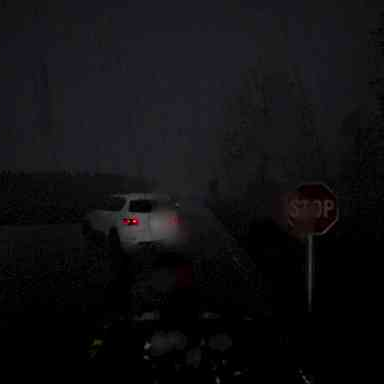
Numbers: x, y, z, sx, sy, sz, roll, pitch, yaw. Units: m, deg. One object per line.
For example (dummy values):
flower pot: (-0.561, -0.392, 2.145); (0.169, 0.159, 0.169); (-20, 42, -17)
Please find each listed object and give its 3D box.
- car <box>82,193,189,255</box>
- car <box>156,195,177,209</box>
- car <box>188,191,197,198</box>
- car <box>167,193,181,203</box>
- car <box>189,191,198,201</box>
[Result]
car: (-2.571, 1.071, 13.074); (2.150, 2.045, 5.566); (1, 0, -32)
car: (-2.833, 1.092, 38.590); (2.033, 1.411, 5.357); (0, 1, 0)
car: (0.027, 0.505, 71.466); (1.882, 1.535, 5.008); (0, 1, 0)
car: (-2.809, 0.924, 52.983); (1.994, 1.385, 4.181); (0, 1, 0)
car: (0.059, 0.868, 60.089); (1.895, 1.301, 4.718); (0, 1, 1)
